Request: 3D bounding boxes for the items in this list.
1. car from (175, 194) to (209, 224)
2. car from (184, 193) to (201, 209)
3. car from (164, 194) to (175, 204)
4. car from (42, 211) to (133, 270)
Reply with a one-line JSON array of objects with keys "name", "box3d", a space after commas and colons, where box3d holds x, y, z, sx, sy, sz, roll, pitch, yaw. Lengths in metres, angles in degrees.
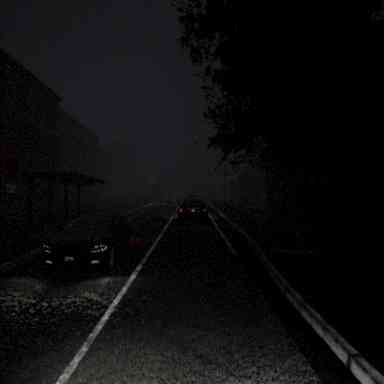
[{"name": "car", "box3d": [0.075, 1.239, 23.979, 2.097, 1.767, 4.553, 0, 0, 0]}, {"name": "car", "box3d": [0.041, 1.057, 41.832, 2.097, 1.767, 4.553, 0, 1, 0]}, {"name": "car", "box3d": [-3.536, 1.074, 54.398, 1.882, 1.535, 5.008, 0, 0, 0]}, {"name": "car", "box3d": [-3.227, 1.460, 11.181, 1.882, 1.535, 5.008, 0, 0, 0]}]
